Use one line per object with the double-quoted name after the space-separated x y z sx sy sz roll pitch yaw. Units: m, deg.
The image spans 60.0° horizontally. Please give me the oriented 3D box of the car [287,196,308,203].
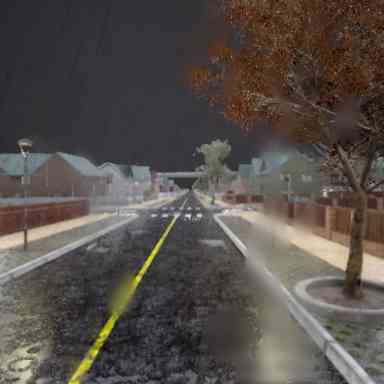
11.415 1.178 34.999 5.008 1.535 1.882 -1 2 0 "car"
